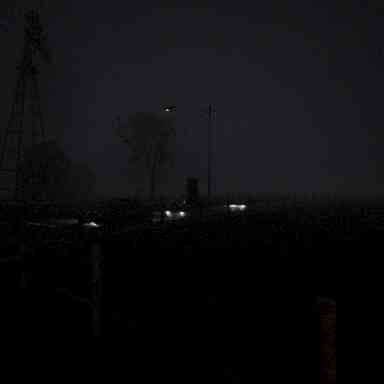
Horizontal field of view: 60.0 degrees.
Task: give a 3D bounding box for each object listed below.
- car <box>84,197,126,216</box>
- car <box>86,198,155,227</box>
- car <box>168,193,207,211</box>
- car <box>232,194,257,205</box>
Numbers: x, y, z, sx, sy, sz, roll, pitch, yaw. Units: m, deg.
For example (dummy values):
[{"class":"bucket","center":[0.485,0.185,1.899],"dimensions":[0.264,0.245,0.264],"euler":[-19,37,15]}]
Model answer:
[{"class":"car","center":[-6.023,1.206,25.676],"dimensions":[1.837,1.490,4.892],"euler":[1,2,35]},{"class":"car","center":[-4.369,1.364,21.714],"dimensions":[1.994,1.385,4.181],"euler":[1,2,36]},{"class":"car","center":[-0.383,0.924,33.629],"dimensions":[2.097,1.767,4.553],"euler":[1,2,35]},{"class":"car","center":[6.940,0.970,43.953],"dimensions":[1.994,1.385,4.181],"euler":[1,2,35]}]
